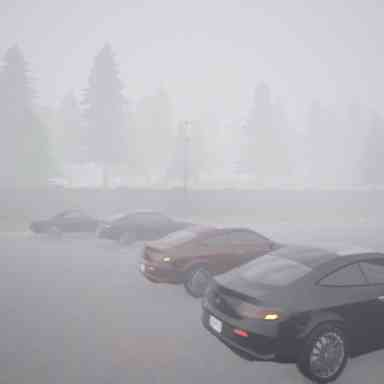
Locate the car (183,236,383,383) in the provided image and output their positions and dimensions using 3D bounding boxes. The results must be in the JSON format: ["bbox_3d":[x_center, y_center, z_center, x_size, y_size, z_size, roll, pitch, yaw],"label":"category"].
[{"bbox_3d":[2.401,1.545,5.238,4.674,1.442,1.812,0,0,-24],"label":"car"}]

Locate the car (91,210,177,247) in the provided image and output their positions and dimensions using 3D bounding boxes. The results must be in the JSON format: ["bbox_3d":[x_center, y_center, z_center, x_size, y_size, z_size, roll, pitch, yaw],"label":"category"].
[{"bbox_3d":[-1.863,1.518,14.834,4.674,1.442,1.812,0,0,-24],"label":"car"}]

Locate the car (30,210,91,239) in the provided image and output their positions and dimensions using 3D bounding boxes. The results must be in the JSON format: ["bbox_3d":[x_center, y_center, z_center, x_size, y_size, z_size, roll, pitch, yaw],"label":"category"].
[{"bbox_3d":[-5.626,1.566,16.977,4.718,1.301,1.895,0,0,-24],"label":"car"}]

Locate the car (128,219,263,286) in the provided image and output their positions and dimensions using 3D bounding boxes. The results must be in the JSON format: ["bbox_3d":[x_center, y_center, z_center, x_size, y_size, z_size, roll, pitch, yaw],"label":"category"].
[{"bbox_3d":[0.979,1.536,8.437,4.674,1.442,1.812,0,0,-24],"label":"car"}]
